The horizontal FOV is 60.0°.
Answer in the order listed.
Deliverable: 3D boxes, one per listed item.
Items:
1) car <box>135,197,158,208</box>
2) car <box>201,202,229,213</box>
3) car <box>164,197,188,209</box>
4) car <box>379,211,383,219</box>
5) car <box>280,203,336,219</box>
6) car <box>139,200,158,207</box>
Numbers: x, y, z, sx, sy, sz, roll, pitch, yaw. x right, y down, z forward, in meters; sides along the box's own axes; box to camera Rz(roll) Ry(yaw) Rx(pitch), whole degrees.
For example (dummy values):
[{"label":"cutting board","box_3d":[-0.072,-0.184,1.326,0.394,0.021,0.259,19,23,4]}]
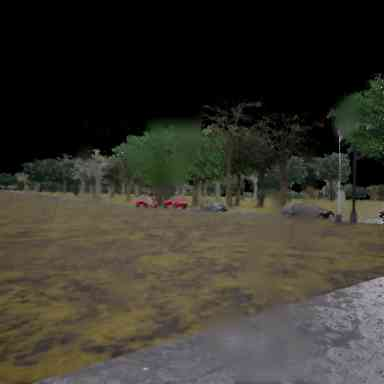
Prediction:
[{"label":"car","box_3d":[-8.382,1.895,60.900,2.150,2.045,5.566,3,-2,-35]},{"label":"car","box_3d":[3.026,2.026,44.702,1.994,1.385,4.181,3,-2,-35]},{"label":"car","box_3d":[-2.905,1.939,59.242,2.150,2.045,5.566,3,-2,-35]},{"label":"car","box_3d":[18.842,1.926,28.738,1.895,1.301,4.718,2,-2,-26]},{"label":"car","box_3d":[11.357,1.848,33.007,2.033,1.411,5.357,3,-2,-35]},{"label":"car","box_3d":[-8.941,2.315,67.695,1.812,1.442,4.674,3,-2,-35]}]
